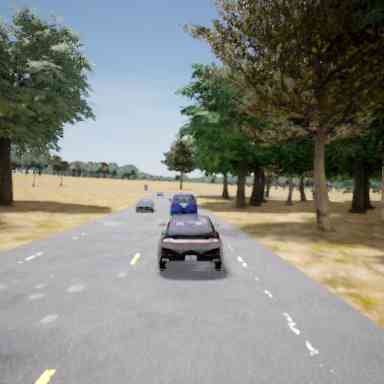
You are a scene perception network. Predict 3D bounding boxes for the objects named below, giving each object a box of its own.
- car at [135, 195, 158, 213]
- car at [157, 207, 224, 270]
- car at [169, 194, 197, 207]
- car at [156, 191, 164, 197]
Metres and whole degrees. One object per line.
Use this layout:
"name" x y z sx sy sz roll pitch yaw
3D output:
"car" -4.885 1.401 35.275 2.033 1.411 5.357 0 0 -3
"car" -0.078 1.486 11.034 2.128 1.511 4.902 0 0 -1
"car" -0.739 1.137 27.682 2.150 2.045 5.566 0 0 -3
"car" -7.403 0.388 77.274 2.033 1.411 5.357 0 2 -4
